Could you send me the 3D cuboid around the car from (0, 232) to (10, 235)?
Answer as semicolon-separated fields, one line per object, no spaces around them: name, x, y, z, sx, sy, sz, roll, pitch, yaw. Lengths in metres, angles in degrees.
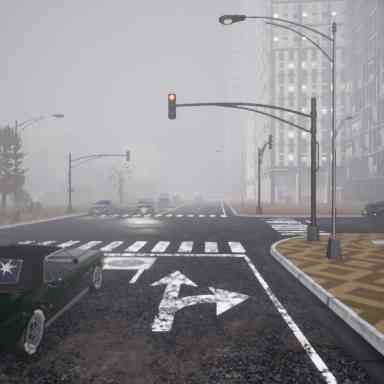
car;-6.443;1.546;8.084;2.033;1.411;5.357;0;0;2

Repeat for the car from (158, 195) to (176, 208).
car;-3.854;1.498;47.241;1.837;1.490;4.892;0;0;5

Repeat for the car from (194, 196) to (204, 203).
car;1.519;1.528;72.080;1.812;1.442;4.674;0;0;5

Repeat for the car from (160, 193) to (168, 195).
car;-5.476;1.219;66.744;2.150;2.045;5.566;0;0;5

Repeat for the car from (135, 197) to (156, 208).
car;-6.886;1.539;50.094;2.033;1.411;5.357;0;0;5

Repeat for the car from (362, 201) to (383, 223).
car;14.841;1.059;22.956;5.566;2.045;2.150;0;0;5

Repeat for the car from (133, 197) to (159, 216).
car;-4.493;1.477;31.966;2.128;1.511;4.902;0;0;-5

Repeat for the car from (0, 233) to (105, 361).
car;-3.038;1.600;5.960;1.895;1.301;4.718;0;0;1

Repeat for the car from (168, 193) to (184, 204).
car;-2.725;1.348;61.028;2.097;1.767;4.553;0;0;5

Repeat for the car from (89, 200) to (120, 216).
car;-8.328;1.517;32.037;1.812;1.442;4.674;0;0;5
